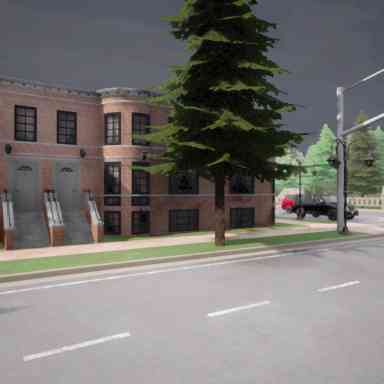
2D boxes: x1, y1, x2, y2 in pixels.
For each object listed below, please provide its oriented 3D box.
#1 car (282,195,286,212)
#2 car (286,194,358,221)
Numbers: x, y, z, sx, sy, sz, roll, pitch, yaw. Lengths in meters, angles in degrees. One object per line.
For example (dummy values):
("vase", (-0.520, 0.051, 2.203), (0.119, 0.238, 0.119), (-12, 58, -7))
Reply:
("car", (11.598, 1.221, 33.556), (2.150, 2.045, 5.566), (0, 0, -30))
("car", (10.933, 1.221, 27.782), (2.150, 2.045, 5.566), (0, 0, -28))
